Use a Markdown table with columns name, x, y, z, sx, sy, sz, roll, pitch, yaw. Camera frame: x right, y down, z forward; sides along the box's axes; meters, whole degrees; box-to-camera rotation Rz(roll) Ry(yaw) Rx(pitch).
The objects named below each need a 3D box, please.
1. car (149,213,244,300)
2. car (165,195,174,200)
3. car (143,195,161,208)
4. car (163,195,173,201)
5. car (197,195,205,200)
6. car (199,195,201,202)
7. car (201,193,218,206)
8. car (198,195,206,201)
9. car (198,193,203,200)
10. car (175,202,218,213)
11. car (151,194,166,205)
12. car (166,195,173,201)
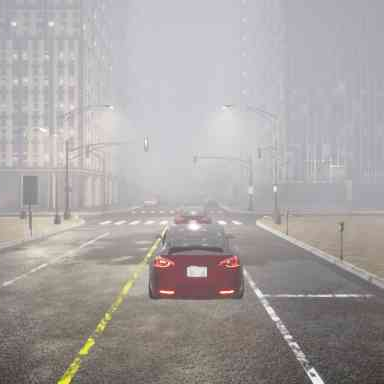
| name | x | y | z | sx | sy | sz | roll | pitch | yaw |
| --- | --- | --- | --- | --- | --- | --- | --- | --- | --- |
| car | 0.075 | 1.502 | 8.416 | 2.163 | 1.488 | 4.792 | 0 | 0 | 0 |
| car | -5.931 | 1.410 | 87.885 | 2.008 | 1.369 | 4.403 | 0 | 0 | 0 |
| car | -5.950 | 1.485 | 47.984 | 1.752 | 1.417 | 4.829 | 0 | 0 | 0 |
| car | -5.916 | 1.428 | 82.209 | 2.008 | 1.369 | 4.403 | 0 | 0 | 0 |
| car | 2.449 | 1.411 | 87.901 | 2.008 | 1.369 | 4.403 | 0 | 0 | 0 |
| car | 2.642 | 1.499 | 53.855 | 2.008 | 1.369 | 4.403 | 0 | 0 | 0 |
| car | 2.689 | 1.400 | 48.177 | 1.967 | 1.590 | 4.097 | 0 | 0 | 0 |
| car | 2.465 | 1.422 | 82.227 | 1.887 | 1.381 | 4.507 | 0 | 0 | 0 |
| car | 2.498 | 1.223 | 70.877 | 2.192 | 1.841 | 5.009 | 0 | 0 | 0 |
| car | 0.040 | 1.497 | 18.411 | 2.163 | 1.488 | 4.792 | 0 | 0 | 0 |
| car | -5.936 | 1.264 | 53.832 | 2.192 | 1.841 | 5.009 | 0 | 0 | 0 |
| car | -5.900 | 1.438 | 76.534 | 1.887 | 1.381 | 4.507 | 0 | 0 | 0 |
